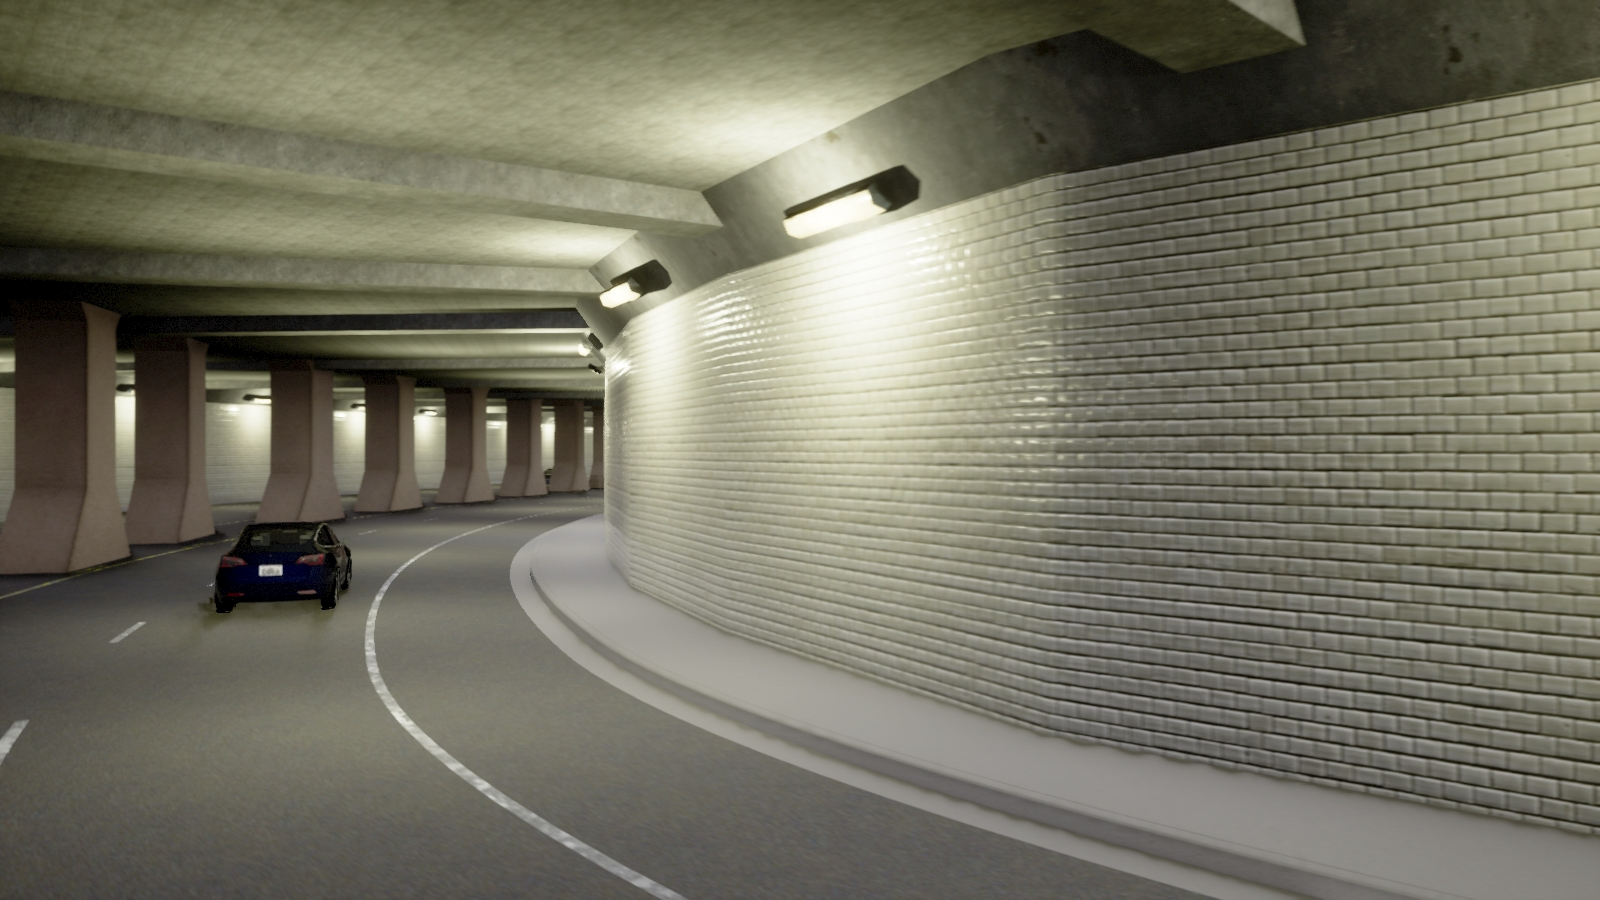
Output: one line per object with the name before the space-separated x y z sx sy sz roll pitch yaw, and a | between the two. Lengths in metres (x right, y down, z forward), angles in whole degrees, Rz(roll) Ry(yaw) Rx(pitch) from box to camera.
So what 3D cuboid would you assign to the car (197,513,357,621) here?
car | -9.618 2.072 21.413 2.163 1.488 4.792 0 0 -17
